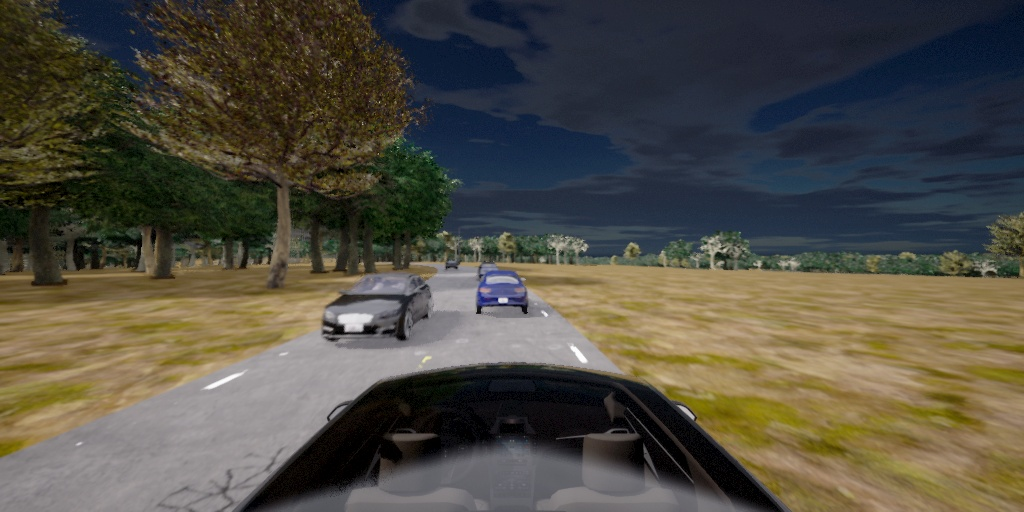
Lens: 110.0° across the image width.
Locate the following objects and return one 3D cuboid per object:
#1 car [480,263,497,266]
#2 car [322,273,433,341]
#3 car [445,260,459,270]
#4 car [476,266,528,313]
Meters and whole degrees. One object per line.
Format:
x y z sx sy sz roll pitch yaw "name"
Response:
-2.132 1.286 32.004 2.033 1.411 5.357 0 0 -7 "car"
-3.416 1.235 9.920 2.128 1.511 4.902 0 0 -3 "car"
-8.849 1.321 52.577 2.033 1.411 5.357 0 0 -11 "car"
-0.427 1.270 13.917 1.812 1.442 4.674 0 0 -3 "car"
